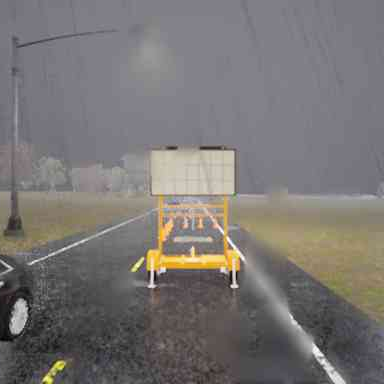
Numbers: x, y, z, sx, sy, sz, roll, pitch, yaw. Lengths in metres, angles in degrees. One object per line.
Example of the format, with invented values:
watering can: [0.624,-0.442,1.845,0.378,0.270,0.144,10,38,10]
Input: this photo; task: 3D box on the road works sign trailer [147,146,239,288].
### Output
road works sign trailer: [0.031,0.523,9.420,2.380,3.560,2.880,0,0,0]

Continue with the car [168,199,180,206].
car: [-3.286,1.946,62.447,1.994,1.385,4.181,0,0,0]

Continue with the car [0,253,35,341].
car: [-3.588,1.529,3.776,1.837,1.490,4.892,0,0,0]
